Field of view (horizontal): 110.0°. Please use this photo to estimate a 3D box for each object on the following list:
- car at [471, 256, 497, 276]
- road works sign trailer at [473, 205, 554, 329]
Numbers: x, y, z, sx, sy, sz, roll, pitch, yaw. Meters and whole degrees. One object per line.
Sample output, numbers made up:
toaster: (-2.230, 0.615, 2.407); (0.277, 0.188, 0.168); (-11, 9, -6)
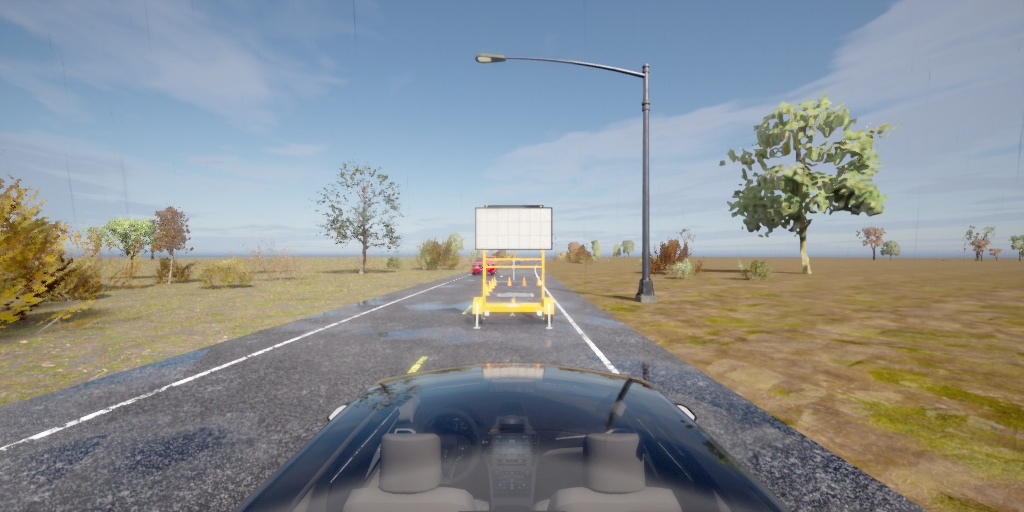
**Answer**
car: (-2.775, 0.967, 37.121); (2.150, 2.045, 5.566); (0, 0, 3)
road works sign trailer: (0.057, 0.214, 11.270); (2.380, 3.560, 2.880); (0, 0, 1)
